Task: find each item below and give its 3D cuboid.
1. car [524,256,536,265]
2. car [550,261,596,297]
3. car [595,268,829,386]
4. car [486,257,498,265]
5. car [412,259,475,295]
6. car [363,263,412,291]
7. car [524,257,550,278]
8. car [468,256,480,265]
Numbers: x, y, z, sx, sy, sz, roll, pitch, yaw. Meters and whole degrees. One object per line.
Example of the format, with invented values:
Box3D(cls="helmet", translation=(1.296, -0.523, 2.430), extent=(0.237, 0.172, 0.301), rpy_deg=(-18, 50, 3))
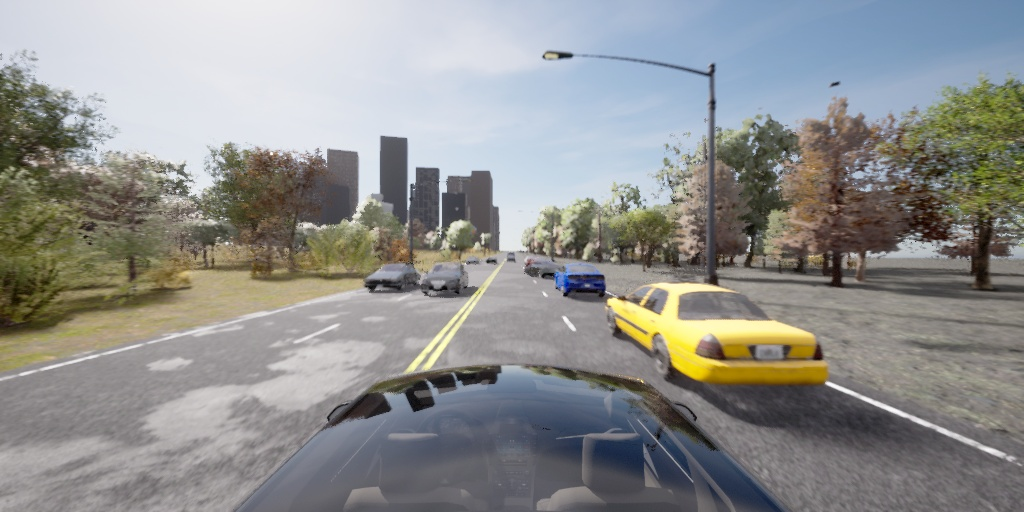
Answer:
Box3D(cls="car", translation=(3.100, 0.695, 61.942), extent=(1.812, 1.442, 4.674), rpy_deg=(0, 0, 0))
Box3D(cls="car", translation=(3.241, 1.087, 17.929), extent=(1.882, 1.535, 5.008), rpy_deg=(0, 1, 0))
Box3D(cls="car", translation=(3.252, 1.157, 7.101), extent=(1.801, 1.575, 5.366), rpy_deg=(0, 1, 0))
Box3D(cls="car", translation=(-3.417, 0.784, 61.324), extent=(1.895, 1.301, 4.718), rpy_deg=(0, 1, 0))
Box3D(cls="car", translation=(-3.359, 1.100, 18.666), extent=(2.128, 1.511, 4.902), rpy_deg=(0, 1, 0))
Box3D(cls="car", translation=(-6.616, 1.138, 20.562), extent=(2.033, 1.411, 5.357), rpy_deg=(0, 1, 0))
Box3D(cls="car", translation=(2.601, 1.053, 29.886), extent=(1.994, 1.385, 4.181), rpy_deg=(0, 1, -20))
Box3D(cls="car", translation=(-6.670, 0.722, 61.961), extent=(2.033, 1.411, 5.357), rpy_deg=(0, 1, 0))
